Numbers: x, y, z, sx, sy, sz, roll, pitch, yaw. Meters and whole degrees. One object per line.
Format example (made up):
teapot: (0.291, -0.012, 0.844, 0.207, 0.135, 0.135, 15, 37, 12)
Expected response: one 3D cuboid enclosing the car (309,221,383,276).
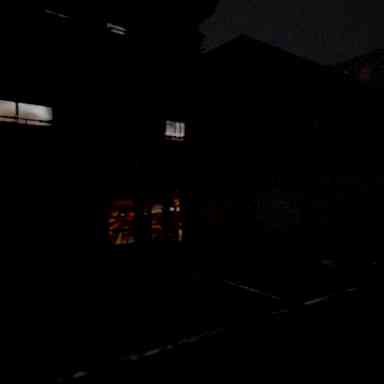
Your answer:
car: (5.565, 1.615, 10.553, 4.313, 1.339, 1.947, 0, 0, -36)
